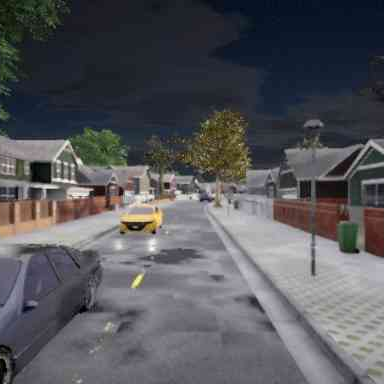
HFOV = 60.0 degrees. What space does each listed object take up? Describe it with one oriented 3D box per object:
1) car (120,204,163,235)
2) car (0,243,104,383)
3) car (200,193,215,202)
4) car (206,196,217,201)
[{"bbox_3d":[-2.786,1.473,19.099,1.882,1.535,5.008,0,0,1],"label":"car"},{"bbox_3d":[-2.803,1.546,4.926,2.033,1.411,5.357,0,0,1],"label":"car"},{"bbox_3d":[3.059,1.231,73.912,2.150,2.045,5.566,0,0,10],"label":"car"},{"bbox_3d":[4.997,1.588,84.483,1.895,1.301,4.718,0,0,12],"label":"car"}]
